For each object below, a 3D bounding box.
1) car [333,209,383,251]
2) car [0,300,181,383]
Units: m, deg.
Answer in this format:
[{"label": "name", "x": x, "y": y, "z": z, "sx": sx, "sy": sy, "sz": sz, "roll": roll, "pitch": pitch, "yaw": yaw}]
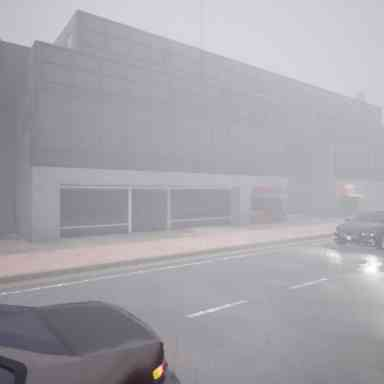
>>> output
[{"label": "car", "x": 7.969, "y": 1.504, "z": 14.177, "sx": 4.892, "sy": 1.490, "sz": 1.837, "roll": 0, "pitch": 0, "yaw": -36}, {"label": "car", "x": -2.621, "y": 1.547, "z": 1.932, "sx": 5.357, "sy": 1.411, "sz": 2.033, "roll": 0, "pitch": 0, "yaw": -38}]
